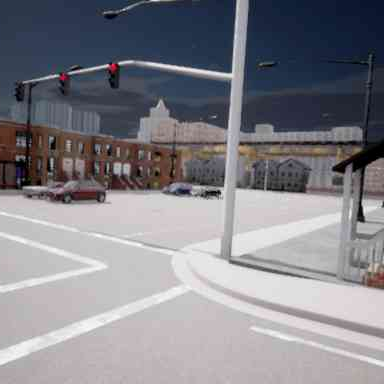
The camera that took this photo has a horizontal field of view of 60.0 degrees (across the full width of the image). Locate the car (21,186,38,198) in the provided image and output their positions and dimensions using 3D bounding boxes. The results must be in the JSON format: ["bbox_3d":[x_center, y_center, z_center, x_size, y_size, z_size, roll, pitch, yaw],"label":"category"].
[{"bbox_3d":[-11.485,-0.139,27.488,1.895,1.301,4.718,5,3,32],"label":"car"}]

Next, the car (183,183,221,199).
[{"bbox_3d":[1.627,0.020,39.581,2.128,1.511,4.902,5,3,36],"label":"car"}]

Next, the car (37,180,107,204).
[{"bbox_3d":[-8.760,-0.118,25.243,2.097,1.767,4.553,5,3,36],"label":"car"}]

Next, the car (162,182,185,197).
[{"bbox_3d":[-1.664,-0.386,40.970,2.097,1.767,4.553,5,3,36],"label":"car"}]
